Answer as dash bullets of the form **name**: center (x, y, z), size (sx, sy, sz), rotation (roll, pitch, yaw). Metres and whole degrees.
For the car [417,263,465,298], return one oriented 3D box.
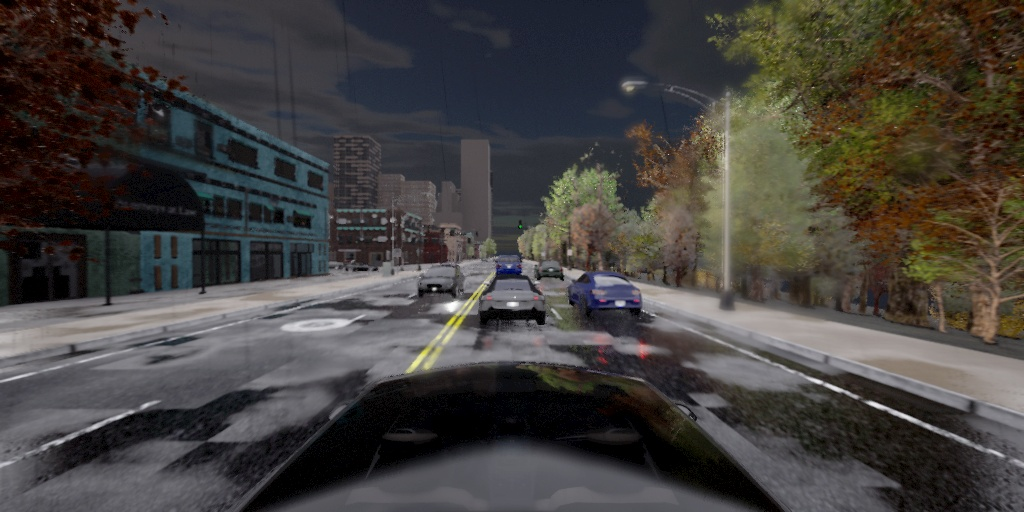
- **car**: center (-3.540, 1.257, 18.605), size (1.837, 1.490, 4.892), rotation (0, 0, -1)

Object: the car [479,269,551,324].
- **car**: center (-0.006, 1.313, 11.978), size (1.994, 1.385, 4.181), rotation (0, 0, -1)

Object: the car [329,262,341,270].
- **car**: center (-29.028, 1.574, 57.644), size (4.403, 1.370, 2.007), rotation (0, 0, -1)

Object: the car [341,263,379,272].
- **car**: center (-20.575, 1.574, 49.251), size (4.313, 1.339, 1.948), rotation (0, 0, -1)

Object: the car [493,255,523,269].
- **car**: center (-0.269, 0.969, 31.216), size (2.150, 2.045, 5.566), rotation (0, 0, -1)

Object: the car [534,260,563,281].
- **car**: center (2.998, 1.099, 29.886), size (2.097, 1.767, 4.553), rotation (0, 0, -1)

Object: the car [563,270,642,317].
- **car**: center (3.242, 1.273, 13.132), size (1.812, 1.442, 4.674), rotation (0, 0, -1)
